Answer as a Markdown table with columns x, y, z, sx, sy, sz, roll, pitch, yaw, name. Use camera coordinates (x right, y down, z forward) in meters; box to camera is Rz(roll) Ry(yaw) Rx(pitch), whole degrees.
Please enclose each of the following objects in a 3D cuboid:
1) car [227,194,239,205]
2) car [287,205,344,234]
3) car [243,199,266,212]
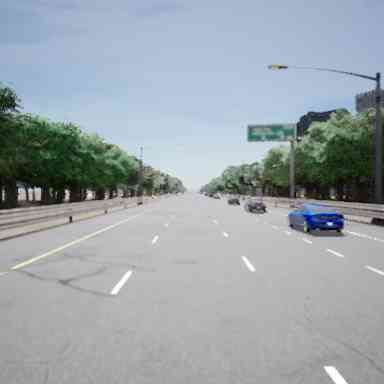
| x | y | z | sx | sy | sz | roll | pitch | yaw | name |
| --- | --- | --- | --- | --- | --- | --- | --- | --- | --- |
| 7.162 | 1.483 | 58.062 | 1.812 | 1.442 | 4.674 | 0 | 0 | 0 | car |
| 7.027 | 1.490 | 19.391 | 1.882 | 1.535 | 5.008 | 0 | 0 | 0 | car |
| 7.084 | 1.512 | 37.533 | 1.812 | 1.442 | 4.674 | 0 | 0 | 0 | car |
